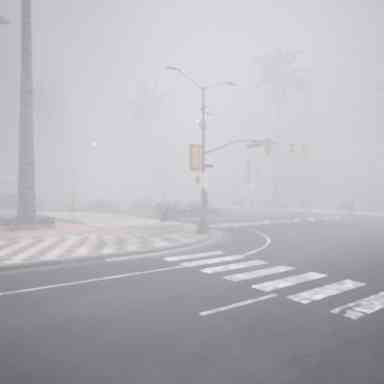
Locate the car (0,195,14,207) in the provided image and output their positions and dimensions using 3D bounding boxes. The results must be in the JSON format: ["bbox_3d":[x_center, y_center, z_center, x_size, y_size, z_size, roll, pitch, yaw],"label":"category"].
[{"bbox_3d":[-29.359,1.366,49.576,4.553,1.767,2.097,0,0,-3],"label":"car"}]

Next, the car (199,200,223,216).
[{"bbox_3d":[1.057,1.588,33.437,1.812,1.442,4.674,0,0,-39],"label":"car"}]

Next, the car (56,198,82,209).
[{"bbox_3d":[-15.139,1.519,44.613,5.008,1.535,1.882,0,0,16],"label":"car"}]

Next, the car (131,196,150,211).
[{"bbox_3d":[-5.333,1.409,39.618,4.553,1.767,2.097,0,0,35],"label":"car"}]

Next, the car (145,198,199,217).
[{"bbox_3d":[-2.005,1.599,31.912,2.033,1.411,5.357,0,0,-38],"label":"car"}]

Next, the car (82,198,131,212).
[{"bbox_3d":[-9.930,1.535,38.552,4.902,1.511,2.128,0,0,29],"label":"car"}]

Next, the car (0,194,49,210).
[{"bbox_3d":[-21.821,1.240,42.565,5.566,2.045,2.150,0,0,6],"label":"car"}]

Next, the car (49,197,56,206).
[{"bbox_3d":[-23.982,1.525,53.266,4.902,1.511,2.128,0,0,2],"label":"car"}]

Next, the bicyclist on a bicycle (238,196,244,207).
[{"bbox_3d":[7.123,1.405,48.570,0.582,1.620,1.656,0,0,42],"label":"bicyclist on a bicycle"}]
